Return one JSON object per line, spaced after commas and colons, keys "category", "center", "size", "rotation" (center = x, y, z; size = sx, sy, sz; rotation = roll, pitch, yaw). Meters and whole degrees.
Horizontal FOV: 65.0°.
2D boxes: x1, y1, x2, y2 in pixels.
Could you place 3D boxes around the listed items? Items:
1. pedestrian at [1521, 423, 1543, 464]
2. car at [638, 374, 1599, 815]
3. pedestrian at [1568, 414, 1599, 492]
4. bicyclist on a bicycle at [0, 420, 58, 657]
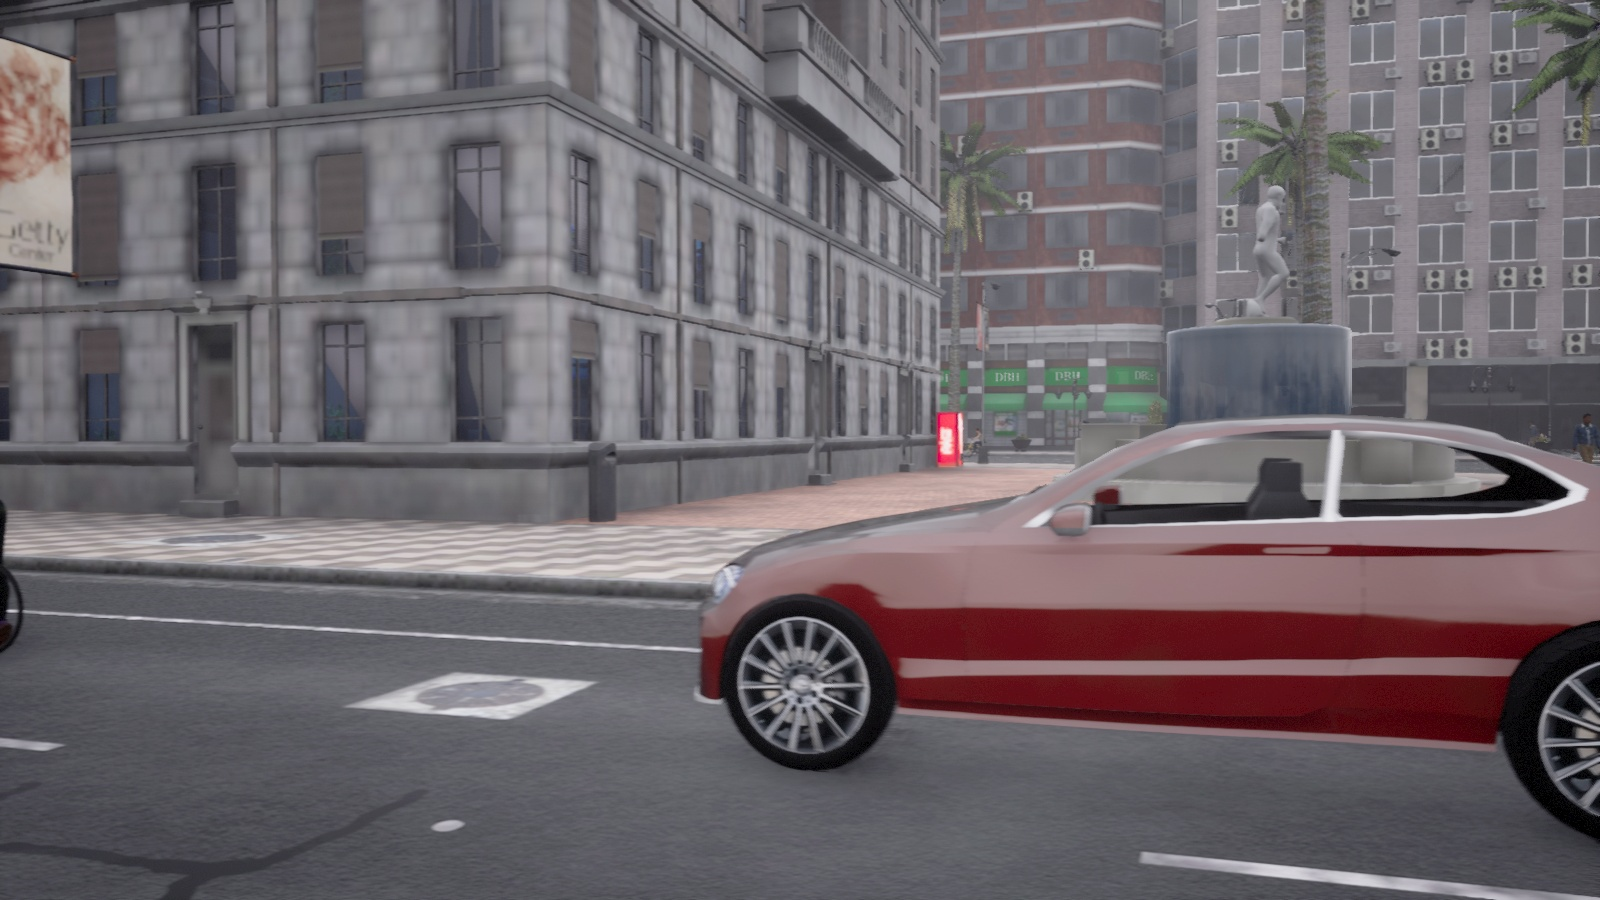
{"category": "pedestrian", "center": [35.046, -0.325, 60.121], "size": [0.788, 1.949, 0.423], "rotation": [1, 1, 43]}
{"category": "car", "center": [1.957, 0.512, 6.174], "size": [5.027, 1.651, 2.152], "rotation": [1, 1, 19]}
{"category": "pedestrian", "center": [19.827, 0.063, 31.757], "size": [0.423, 1.949, 0.788], "rotation": [0, 1, 10]}
{"category": "bicyclist on a bicycle", "center": [-6.192, 0.597, 8.961], "size": [1.656, 1.620, 0.582], "rotation": [0, 1, 18]}
